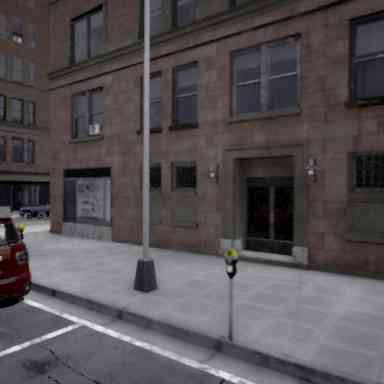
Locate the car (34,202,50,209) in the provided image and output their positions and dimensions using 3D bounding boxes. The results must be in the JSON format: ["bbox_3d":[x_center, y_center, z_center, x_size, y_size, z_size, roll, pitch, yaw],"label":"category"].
[{"bbox_3d":[-10.377,1.375,25.121,1.895,1.301,4.718,1,0,36],"label":"car"}]

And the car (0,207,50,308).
[{"bbox_3d":[-5.134,1.253,6.461,5.009,1.841,2.192,1,0,35],"label":"car"}]
